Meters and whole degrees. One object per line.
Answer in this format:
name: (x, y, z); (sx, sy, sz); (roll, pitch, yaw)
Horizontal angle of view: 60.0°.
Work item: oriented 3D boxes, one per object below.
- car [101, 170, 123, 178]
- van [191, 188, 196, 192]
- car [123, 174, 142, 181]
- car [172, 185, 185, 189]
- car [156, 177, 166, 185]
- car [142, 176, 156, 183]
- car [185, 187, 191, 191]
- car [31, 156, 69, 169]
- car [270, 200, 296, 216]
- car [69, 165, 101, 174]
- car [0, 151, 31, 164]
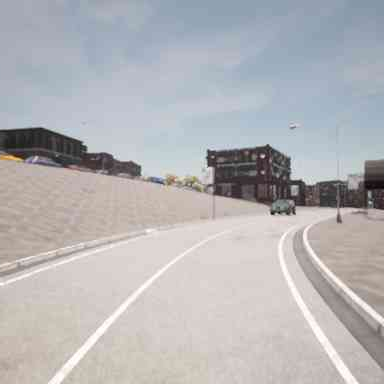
car: (-12.654, -2.405, 48.631); (2.002, 1.452, 4.674); (-1, -3, 22)
van: (-1.036, -0.173, 85.686); (1.878, 1.987, 4.442); (0, -4, 14)
car: (-10.713, -2.162, 53.687); (2.231, 1.521, 4.892); (-1, -3, 21)
car: (-3.860, -0.743, 74.844); (2.002, 1.452, 4.674); (0, -4, 16)
car: (-7.020, -1.765, 64.305); (2.435, 2.045, 5.566); (-1, -4, 19)
car: (-8.814, -1.975, 58.992); (2.185, 1.767, 4.553); (-1, -3, 20)
car: (-2.426, -0.342, 80.183); (2.002, 1.452, 4.674); (0, -4, 15)
car: (-17.003, -3.148, 38.284); (2.185, 1.767, 4.553); (-1, -3, 25)
car: (11.633, 1.969, 42.328); (2.150, 2.045, 5.566); (-1, -3, 30)
car: (-14.739, -2.699, 43.529); (2.163, 1.488, 4.792); (-1, -3, 23)
car: (-19.308, -3.303, 33.264); (2.097, 1.535, 5.008); (-1, -3, 26)
